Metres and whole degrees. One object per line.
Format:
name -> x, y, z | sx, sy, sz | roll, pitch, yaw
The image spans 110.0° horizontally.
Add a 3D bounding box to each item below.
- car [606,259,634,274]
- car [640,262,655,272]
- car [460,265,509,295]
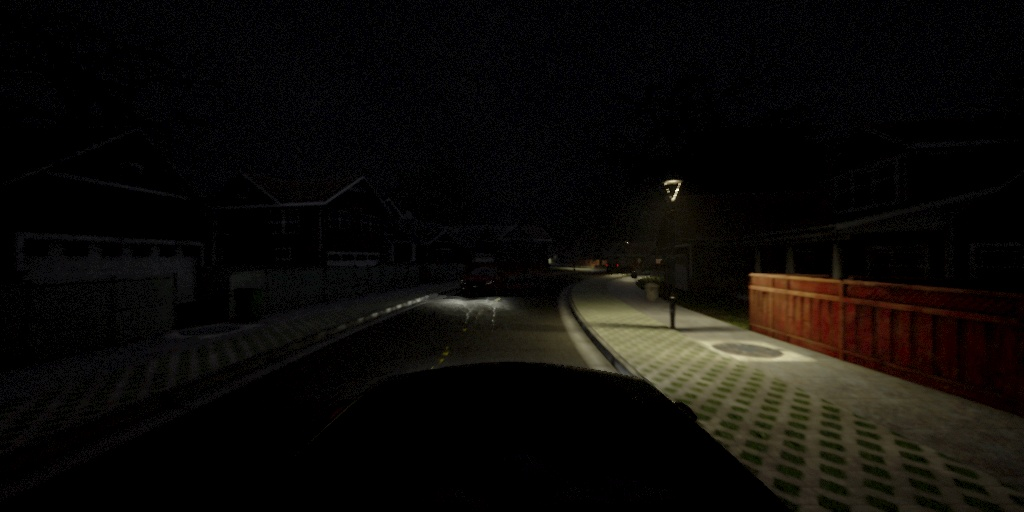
car -> 15.357, 1.486, 50.902 | 2.150, 2.045, 5.566 | 0, -1, 40
car -> 22.721, 1.817, 60.061 | 2.097, 1.767, 4.553 | 0, -1, 18
car -> -1.406, 1.269, 20.183 | 1.882, 1.535, 5.008 | 0, -1, 10
